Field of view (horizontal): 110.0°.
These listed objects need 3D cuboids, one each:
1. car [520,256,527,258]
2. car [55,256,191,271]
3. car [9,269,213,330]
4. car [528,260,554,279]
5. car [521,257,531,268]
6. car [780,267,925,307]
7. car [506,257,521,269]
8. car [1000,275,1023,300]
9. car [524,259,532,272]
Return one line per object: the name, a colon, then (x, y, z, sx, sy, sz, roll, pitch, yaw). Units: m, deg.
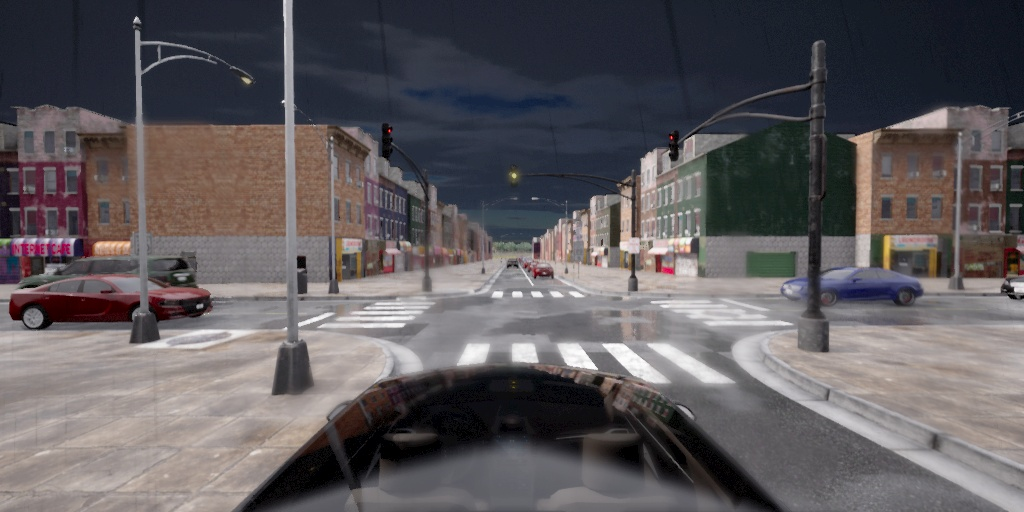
car: (2.747, 1.149, 59.344, 1.967, 1.591, 4.097, 0, 0, 0)
car: (-15.982, 1.033, 14.355, 5.566, 2.045, 2.150, 0, 1, -2)
car: (-12.310, 1.331, 11.225, 5.008, 1.535, 1.882, 0, 1, -1)
car: (2.694, 1.272, 31.681, 1.888, 1.381, 4.507, 0, 0, 0)
car: (2.737, 1.258, 53.811, 1.888, 1.381, 4.507, 0, 0, 0)
car: (13.298, 1.152, 14.130, 4.674, 1.442, 1.812, 0, 1, 1)
car: (0.106, 1.216, 56.427, 1.837, 1.490, 4.892, 0, 0, 0)
car: (22.459, 1.079, 14.088, 4.902, 1.511, 2.128, 0, 1, 0)
car: (2.716, 1.302, 42.746, 1.802, 1.307, 4.207, 0, 0, 0)
